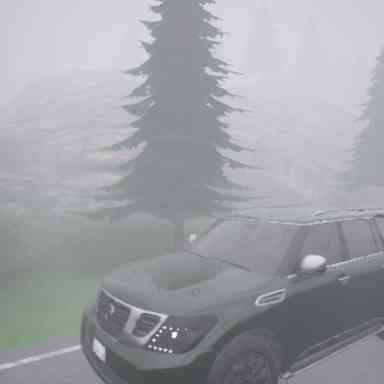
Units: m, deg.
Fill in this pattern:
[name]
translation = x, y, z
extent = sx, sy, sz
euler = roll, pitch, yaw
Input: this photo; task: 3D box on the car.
[car]
translation = 1.325, 1.252, 4.932
extent = 5.566, 2.045, 2.150
euler = 1, -1, -36
